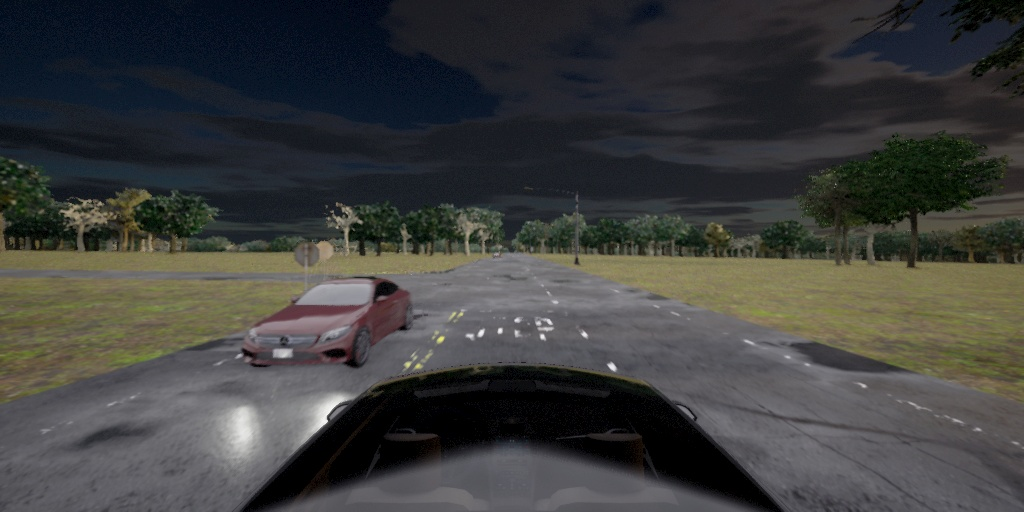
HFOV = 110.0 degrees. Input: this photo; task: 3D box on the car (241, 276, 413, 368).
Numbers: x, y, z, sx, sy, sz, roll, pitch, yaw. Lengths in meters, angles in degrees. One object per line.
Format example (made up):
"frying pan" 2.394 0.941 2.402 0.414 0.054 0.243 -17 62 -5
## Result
"car" -3.498 1.194 7.804 1.812 1.442 4.674 0 1 0
